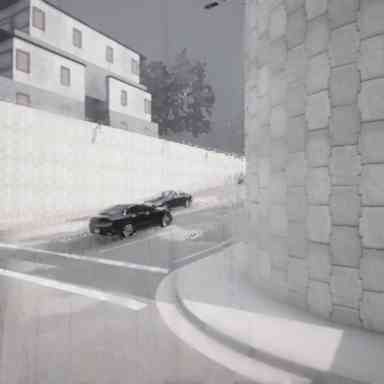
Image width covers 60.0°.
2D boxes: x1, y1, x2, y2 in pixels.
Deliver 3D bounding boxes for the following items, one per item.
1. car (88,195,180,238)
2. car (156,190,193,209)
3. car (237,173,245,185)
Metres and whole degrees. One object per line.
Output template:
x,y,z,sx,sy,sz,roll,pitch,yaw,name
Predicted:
-2.934,1.278,16.738,1.837,1.490,4.892,-1,4,32,car
-1.796,0.655,25.287,2.128,1.511,4.902,1,4,32,car
6.764,-1.678,38.877,1.994,1.385,4.181,-1,10,32,car
